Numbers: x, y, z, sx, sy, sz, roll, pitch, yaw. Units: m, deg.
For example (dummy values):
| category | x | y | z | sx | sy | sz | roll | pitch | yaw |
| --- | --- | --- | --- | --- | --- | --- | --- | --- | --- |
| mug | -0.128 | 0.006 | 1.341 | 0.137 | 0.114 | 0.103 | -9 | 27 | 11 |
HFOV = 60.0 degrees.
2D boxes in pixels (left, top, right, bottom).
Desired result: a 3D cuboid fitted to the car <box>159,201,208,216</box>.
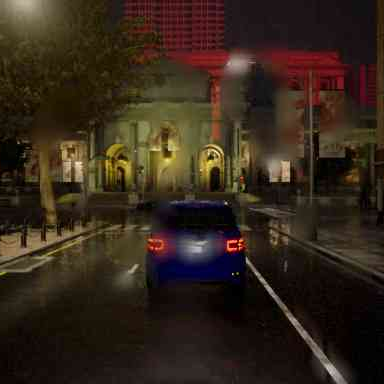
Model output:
| category | x | y | z | sx | sy | sz | roll | pitch | yaw |
| --- | --- | --- | --- | --- | --- | --- | --- | --- | --- |
| car | -0.794 | 1.599 | 32.739 | 4.718 | 1.301 | 1.895 | 0 | 0 | 1 |

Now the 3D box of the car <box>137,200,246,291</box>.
| category | x | y | z | sx | sy | sz | roll | pitch | yaw |
| --- | --- | --- | --- | --- | --- | --- | --- | --- | --- |
| car | 0.106 | 1.221 | 9.130 | 2.150 | 2.045 | 5.566 | 0 | 0 | 1 |
